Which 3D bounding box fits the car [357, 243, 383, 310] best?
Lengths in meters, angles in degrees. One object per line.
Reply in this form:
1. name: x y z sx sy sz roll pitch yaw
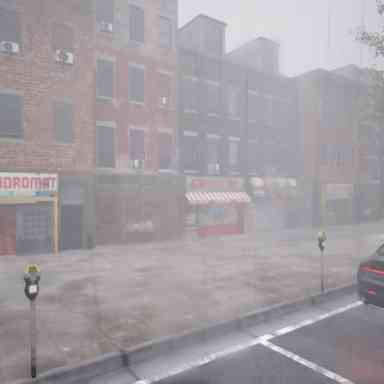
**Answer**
1. car: 5.203 1.510 6.637 4.892 1.490 1.837 0 0 -35
